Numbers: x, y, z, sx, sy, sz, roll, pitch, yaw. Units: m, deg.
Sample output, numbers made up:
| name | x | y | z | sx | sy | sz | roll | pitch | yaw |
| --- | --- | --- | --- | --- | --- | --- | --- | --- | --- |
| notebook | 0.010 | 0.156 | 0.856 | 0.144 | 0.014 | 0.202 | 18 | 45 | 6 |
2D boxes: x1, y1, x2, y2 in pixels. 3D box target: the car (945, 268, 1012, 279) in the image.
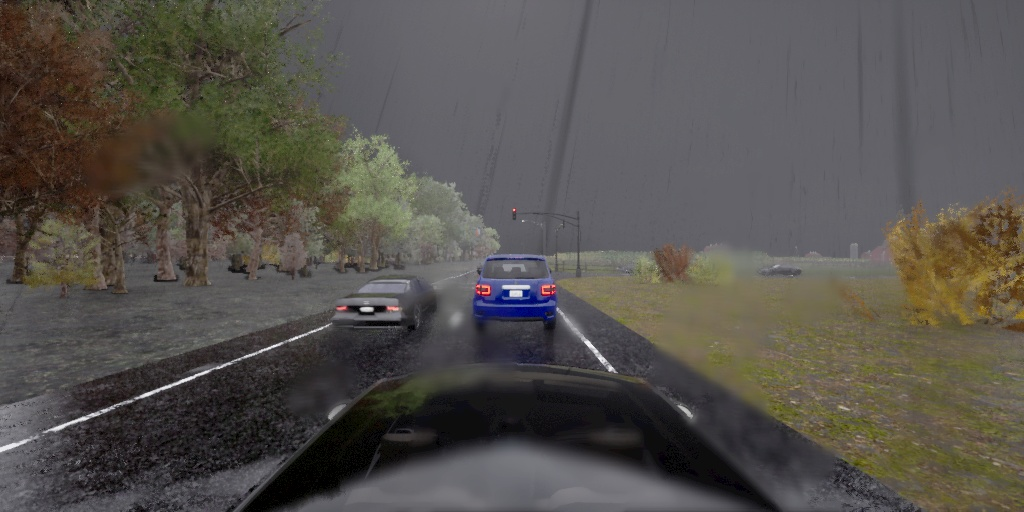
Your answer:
| name | x | y | z | sx | sy | sz | roll | pitch | yaw |
| --- | --- | --- | --- | --- | --- | --- | --- | --- | --- |
| car | 50.971 | 1.851 | 39.316 | 5.357 | 1.411 | 2.033 | 1 | -1 | 1 |

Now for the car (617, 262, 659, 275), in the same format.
| name | x | y | z | sx | sy | sz | roll | pitch | yaw |
| --- | --- | --- | --- | --- | --- | --- | --- | --- | --- |
| car | 15.144 | 1.467 | 43.184 | 4.902 | 1.511 | 2.128 | 1 | -1 | 2 |

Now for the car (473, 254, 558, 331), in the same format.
| name | x | y | z | sx | sy | sz | roll | pitch | yaw |
| --- | --- | --- | --- | --- | --- | --- | --- | --- | --- |
| car | 0.088 | 0.974 | 11.080 | 2.150 | 2.045 | 5.566 | 0 | 0 | 0 |

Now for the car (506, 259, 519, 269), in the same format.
| name | x | y | z | sx | sy | sz | roll | pitch | yaw |
| --- | --- | --- | --- | --- | --- | --- | --- | --- | --- |
| car | 0.046 | 1.246 | 59.365 | 2.128 | 1.511 | 4.902 | 0 | 0 | -1 |

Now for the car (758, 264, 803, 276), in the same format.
| name | x | y | z | sx | sy | sz | roll | pitch | yaw |
| --- | --- | --- | --- | --- | --- | --- | --- | --- | --- |
| car | 32.171 | 1.685 | 43.003 | 4.674 | 1.442 | 1.812 | 1 | -1 | 0 |

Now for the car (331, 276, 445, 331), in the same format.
| name | x | y | z | sx | sy | sz | roll | pitch | yaw |
| --- | --- | --- | --- | --- | --- | --- | --- | --- | --- |
| car | -3.408 | 1.300 | 10.911 | 2.033 | 1.411 | 5.357 | 0 | 0 | 0 |
